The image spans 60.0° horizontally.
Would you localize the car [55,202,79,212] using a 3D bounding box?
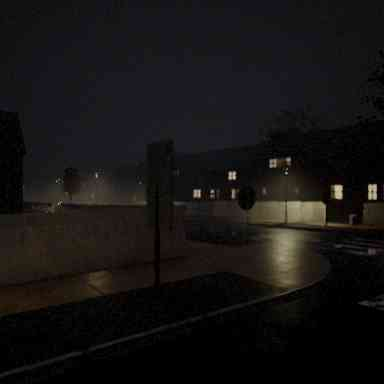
[{"bbox_3d":[-16.584,1.978,43.889,2.033,1.411,5.357,0,-1,-36],"label":"car"}]
